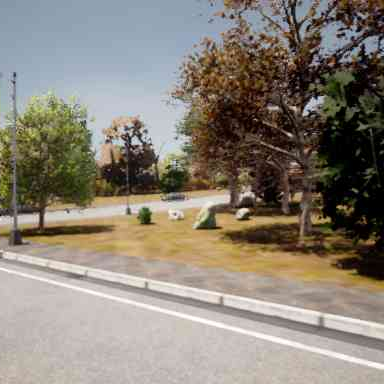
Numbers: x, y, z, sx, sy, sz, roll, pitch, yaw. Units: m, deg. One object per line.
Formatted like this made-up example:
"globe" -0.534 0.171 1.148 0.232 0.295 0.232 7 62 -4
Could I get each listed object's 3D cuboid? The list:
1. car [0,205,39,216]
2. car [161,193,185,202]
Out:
"car" -20.153 1.920 38.071 2.033 1.411 5.357 -1 0 39
"car" -3.372 0.916 58.908 2.128 1.511 4.902 -1 2 39
